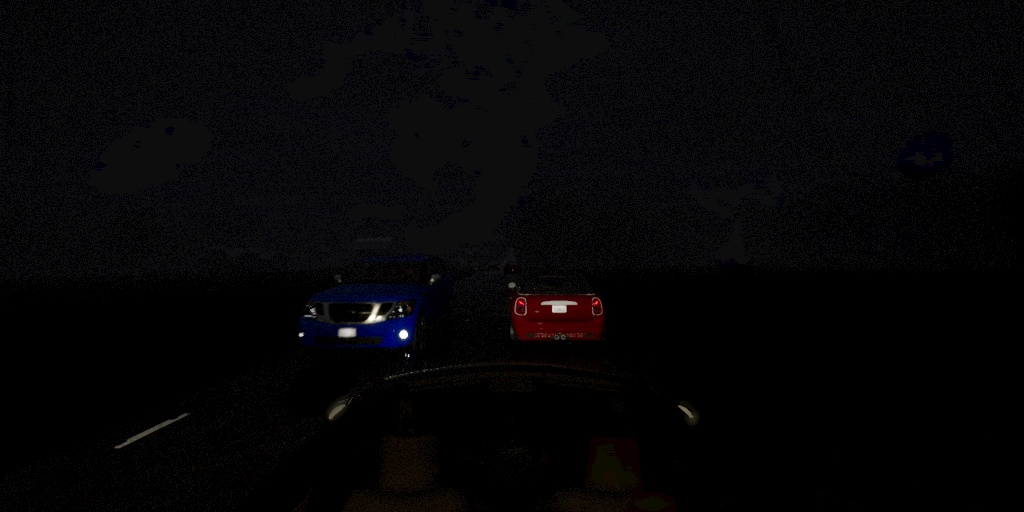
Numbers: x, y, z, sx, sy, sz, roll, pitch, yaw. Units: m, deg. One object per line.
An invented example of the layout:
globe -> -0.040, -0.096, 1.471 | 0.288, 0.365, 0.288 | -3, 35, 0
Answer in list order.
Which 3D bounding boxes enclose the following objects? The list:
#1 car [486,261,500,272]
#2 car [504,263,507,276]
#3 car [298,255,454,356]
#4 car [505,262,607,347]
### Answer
car -> -2.804, 1.521, 53.865 | 1.882, 1.535, 5.008 | 0, -1, 0
car -> 0.110, 1.363, 40.028 | 1.882, 1.535, 5.008 | 0, -1, 0
car -> -2.845, 0.977, 8.955 | 2.150, 2.045, 5.566 | 0, 0, 0
car -> 0.967, 1.108, 9.453 | 2.097, 1.767, 4.553 | 0, 0, 0
